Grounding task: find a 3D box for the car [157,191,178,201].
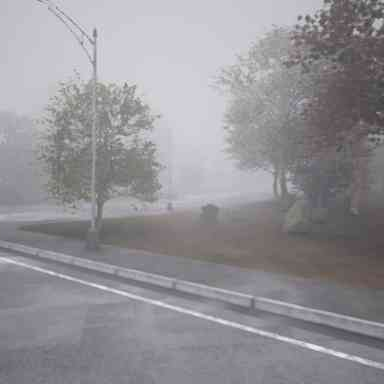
[{"bbox_3d":[-4.058,0.522,49.763,1.994,1.385,4.181,1,3,39],"label":"car"}]
